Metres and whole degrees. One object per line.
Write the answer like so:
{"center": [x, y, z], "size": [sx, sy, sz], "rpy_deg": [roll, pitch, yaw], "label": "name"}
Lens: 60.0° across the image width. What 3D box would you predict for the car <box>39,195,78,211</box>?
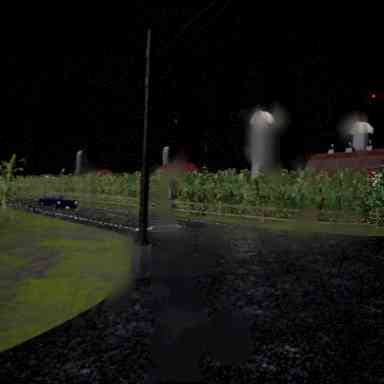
{"center": [-11.830, 0.909, 29.374], "size": [1.895, 1.301, 4.718], "rpy_deg": [3, 0, -42], "label": "car"}
